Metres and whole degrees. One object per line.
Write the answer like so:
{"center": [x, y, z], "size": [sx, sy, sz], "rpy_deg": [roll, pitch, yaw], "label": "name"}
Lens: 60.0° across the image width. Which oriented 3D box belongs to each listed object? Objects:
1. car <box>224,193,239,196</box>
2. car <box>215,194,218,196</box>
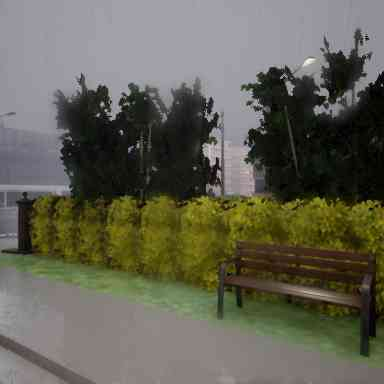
{"center": [8.463, 0.777, 70.623], "size": [1.895, 1.301, 4.718], "rpy_deg": [0, 0, 35], "label": "car"}
{"center": [6.338, 0.698, 73.686], "size": [1.812, 1.442, 4.674], "rpy_deg": [0, 0, 35], "label": "car"}
